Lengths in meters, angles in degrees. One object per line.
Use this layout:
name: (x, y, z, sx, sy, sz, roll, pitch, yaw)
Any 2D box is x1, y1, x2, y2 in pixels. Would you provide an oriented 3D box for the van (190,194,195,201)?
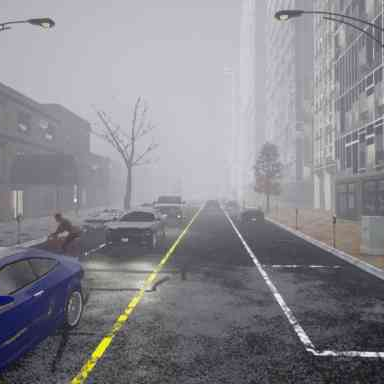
van: (-0.414, 1.381, 86.522, 1.690, 1.788, 3.998, 1, 0, 4)

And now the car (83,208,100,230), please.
car: (-4.740, 1.557, 18.933, 2.008, 1.369, 4.403, 1, 0, 4)

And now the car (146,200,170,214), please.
car: (-3.597, 1.595, 35.827, 1.802, 1.307, 4.206, 1, 0, 4)

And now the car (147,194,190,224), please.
car: (-1.626, 1.230, 25.223, 2.150, 2.045, 5.566, 0, 0, 4)

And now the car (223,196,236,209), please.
car: (5.497, 1.564, 46.514, 1.887, 1.381, 4.507, 1, 0, 4)

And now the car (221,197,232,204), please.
car: (6.545, 1.593, 63.414, 1.947, 1.339, 4.313, 1, 0, 4)

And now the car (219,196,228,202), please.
car: (7.593, 1.603, 80.314, 1.947, 1.339, 4.313, 1, 0, 4)

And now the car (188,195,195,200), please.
car: (-0.069, 1.625, 92.156, 1.802, 1.307, 4.206, 1, 0, 4)

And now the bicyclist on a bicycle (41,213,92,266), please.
bicyclist on a bicycle: (-3.831, 1.458, 10.012, 1.656, 1.620, 0.582, -2, 0, 3)

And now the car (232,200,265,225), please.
car: (4.202, 1.559, 23.976, 2.008, 1.369, 4.403, 1, 0, 4)

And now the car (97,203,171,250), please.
car: (-2.289, 1.482, 14.676, 1.882, 1.535, 5.008, 0, 0, 4)

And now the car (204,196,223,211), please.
car: (2.543, 1.521, 40.889, 1.837, 1.490, 4.892, 0, 0, 4)

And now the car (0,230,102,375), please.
car: (-2.932, 1.527, 4.251, 1.812, 1.442, 4.674, 0, 0, 5)

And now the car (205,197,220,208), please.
car: (3.163, 1.512, 50.957, 2.128, 1.511, 4.902, 0, 0, 4)
